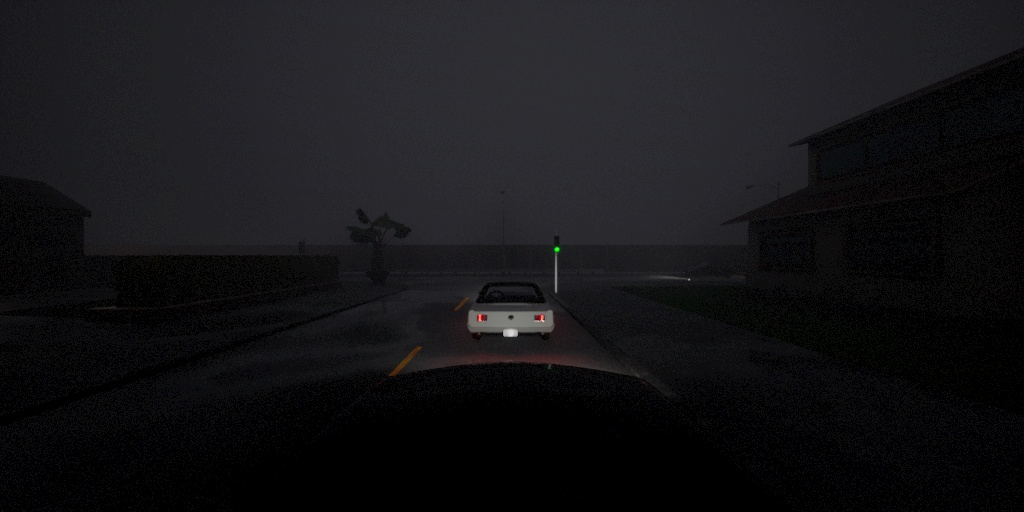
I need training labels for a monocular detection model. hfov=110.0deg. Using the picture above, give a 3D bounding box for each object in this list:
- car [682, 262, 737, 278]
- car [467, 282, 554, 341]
[{"bbox_3d":[18.253,1.276,33.275,4.674,1.442,1.812,0,0,-1],"label":"car"},{"bbox_3d":[-0.024,1.351,9.870,1.895,1.301,4.718,0,0,0],"label":"car"}]
